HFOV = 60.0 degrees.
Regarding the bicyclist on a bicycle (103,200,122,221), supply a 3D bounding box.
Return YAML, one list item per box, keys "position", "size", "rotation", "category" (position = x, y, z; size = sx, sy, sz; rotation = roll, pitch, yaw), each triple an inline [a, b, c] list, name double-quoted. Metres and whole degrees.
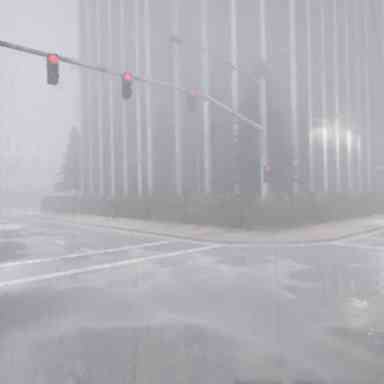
- position: [-6.142, 1.415, 25.604]
  size: [1.656, 1.620, 0.582]
  rotation: [-2, 0, -42]
  category: "bicyclist on a bicycle"
